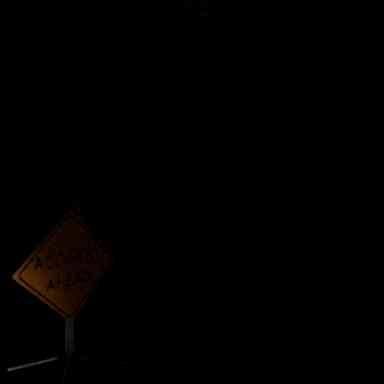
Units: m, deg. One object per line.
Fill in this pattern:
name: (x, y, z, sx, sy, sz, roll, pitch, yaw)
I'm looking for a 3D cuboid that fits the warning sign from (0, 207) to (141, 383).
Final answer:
warning sign: (-1.455, 1.145, 3.935, 1.060, 1.860, 1.300, -1, 0, 37)
